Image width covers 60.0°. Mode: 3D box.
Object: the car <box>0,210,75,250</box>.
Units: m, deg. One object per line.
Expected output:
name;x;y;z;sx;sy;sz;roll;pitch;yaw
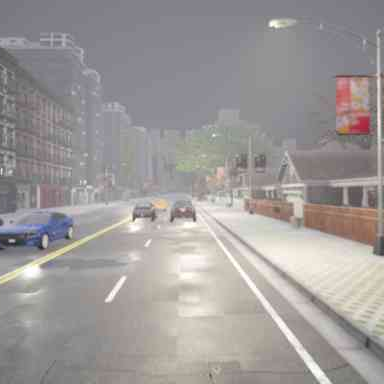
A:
car;-6.977;1.618;15.267;1.882;1.535;5.008;-1;0;-1

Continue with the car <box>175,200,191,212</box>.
car;-1.124;1.734;43.333;1.994;1.385;4.181;-1;0;-1

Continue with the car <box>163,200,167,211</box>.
car;-4.375;1.685;43.453;1.882;1.535;5.008;-1;0;-1

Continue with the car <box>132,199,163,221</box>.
car;-3.964;1.647;28.727;2.128;1.511;4.902;-1;0;-1

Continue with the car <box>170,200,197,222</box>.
car;-0.724;1.466;28.108;2.097;1.767;4.553;-1;0;-1
